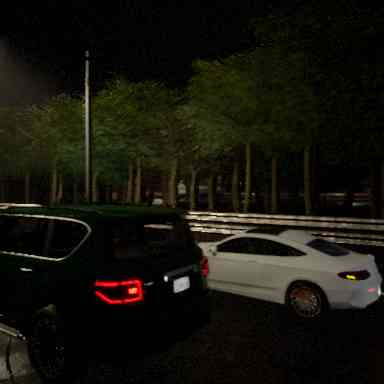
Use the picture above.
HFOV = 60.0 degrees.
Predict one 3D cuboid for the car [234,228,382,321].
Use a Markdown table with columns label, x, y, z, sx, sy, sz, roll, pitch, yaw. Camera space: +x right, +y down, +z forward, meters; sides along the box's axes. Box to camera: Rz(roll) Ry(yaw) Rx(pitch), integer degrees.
| label | x | y | z | sx | sy | sz | roll | pitch | yaw |
| --- | --- | --- | --- | --- | --- | --- | --- | --- | --- |
| car | 1.428 | 1.519 | 7.219 | 4.674 | 1.442 | 1.812 | 0 | 0 | 35 |

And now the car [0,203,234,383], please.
| label | x | y | z | sx | sy | sz | roll | pitch | yaw |
| --- | --- | --- | --- | --- | --- | --- | --- | --- | --- |
| car | -2.322 | 1.215 | 5.582 | 5.566 | 2.045 | 2.150 | 0 | 0 | 35 |
